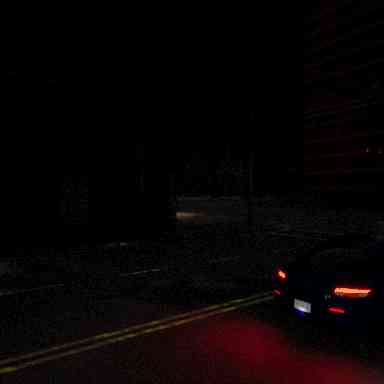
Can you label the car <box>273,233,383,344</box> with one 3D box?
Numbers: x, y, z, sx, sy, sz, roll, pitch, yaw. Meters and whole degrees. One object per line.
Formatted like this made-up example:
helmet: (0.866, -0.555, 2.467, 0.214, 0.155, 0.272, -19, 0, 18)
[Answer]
car: (3.520, 1.526, 6.281, 4.674, 1.442, 1.812, 0, 0, -35)
